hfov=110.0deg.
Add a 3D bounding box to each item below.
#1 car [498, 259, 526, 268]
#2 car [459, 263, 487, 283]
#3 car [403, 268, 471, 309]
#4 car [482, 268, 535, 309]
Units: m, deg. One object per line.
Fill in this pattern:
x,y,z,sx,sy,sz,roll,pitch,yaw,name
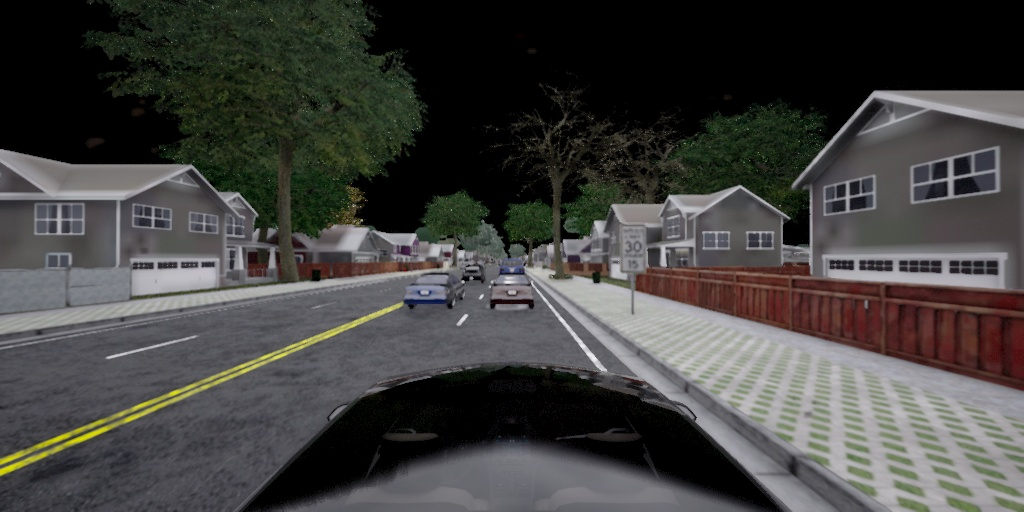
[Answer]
0.005,1.257,30.891,2.150,2.045,5.566,0,0,0,car
-3.242,1.551,31.160,1.837,1.490,4.892,0,0,0,car
-3.247,1.432,15.844,2.033,1.411,5.357,0,-1,0,car
0.003,1.432,15.844,2.033,1.411,5.357,0,-1,0,car
